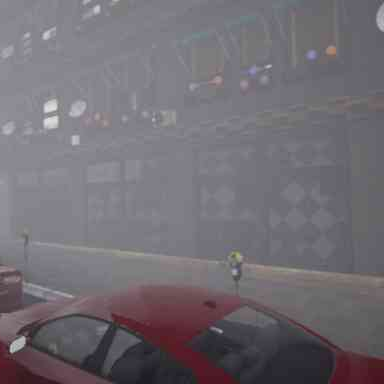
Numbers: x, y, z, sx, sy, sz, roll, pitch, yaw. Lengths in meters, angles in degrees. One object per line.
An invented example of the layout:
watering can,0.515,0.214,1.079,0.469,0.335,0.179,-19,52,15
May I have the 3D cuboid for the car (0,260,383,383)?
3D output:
car,-0.469,1.561,3.079,4.507,1.381,1.887,-1,-2,36
